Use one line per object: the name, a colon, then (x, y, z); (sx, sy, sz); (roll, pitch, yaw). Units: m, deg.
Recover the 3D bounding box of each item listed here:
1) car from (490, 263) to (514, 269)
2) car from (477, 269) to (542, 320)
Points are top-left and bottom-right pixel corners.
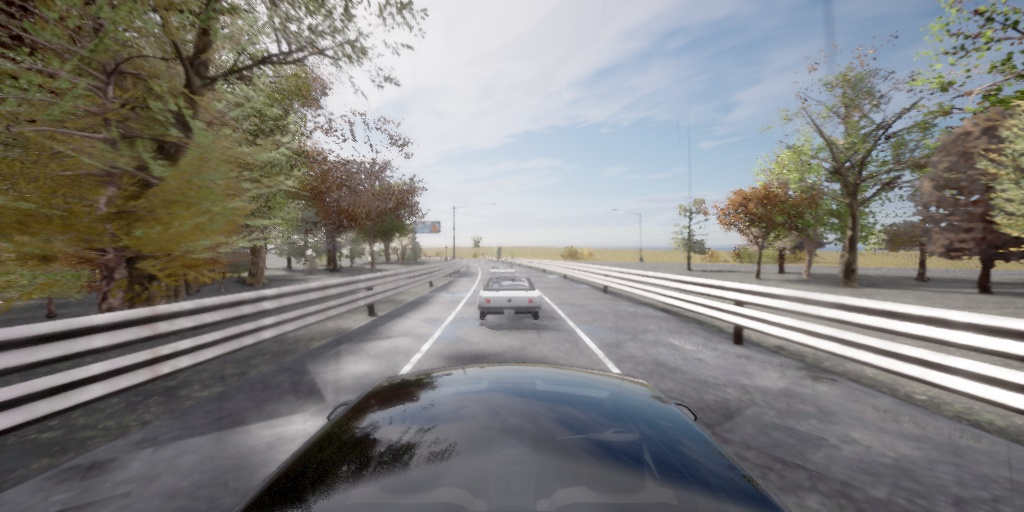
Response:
car: (-0.760, 1.223, 27.483); (1.895, 1.301, 4.718); (0, 0, -3)
car: (-0.112, 1.296, 12.423); (1.895, 1.301, 4.718); (0, 0, -1)
